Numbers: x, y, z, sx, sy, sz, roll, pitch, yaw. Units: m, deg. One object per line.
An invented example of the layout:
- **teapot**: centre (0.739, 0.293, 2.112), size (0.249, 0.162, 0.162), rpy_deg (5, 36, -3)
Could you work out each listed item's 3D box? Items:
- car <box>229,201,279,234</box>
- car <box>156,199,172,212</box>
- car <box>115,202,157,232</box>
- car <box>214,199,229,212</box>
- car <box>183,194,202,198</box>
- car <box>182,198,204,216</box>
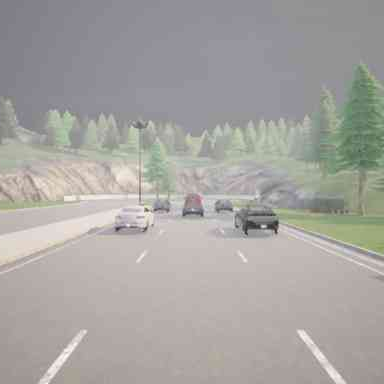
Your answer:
- **car**: centre (3.601, 1.491, 19.079), size (2.128, 1.511, 4.902), rpy_deg (0, 0, 0)
- **car**: centre (-3.400, 1.547, 38.015), size (2.033, 1.411, 5.357), rpy_deg (0, 0, 0)
- **car**: centre (-3.400, 1.526, 20.064), size (1.812, 1.442, 4.674), rpy_deg (0, 0, 0)
- **car**: centre (3.600, 1.547, 38.127), size (2.033, 1.411, 5.357), rpy_deg (0, 0, 0)
- **car**: centre (0.093, 1.221, 42.601), size (2.150, 2.045, 5.566), rpy_deg (0, 0, -1)
- **car**: centre (0.094, 1.564, 32.057), size (1.994, 1.385, 4.181), rpy_deg (0, 0, 0)
